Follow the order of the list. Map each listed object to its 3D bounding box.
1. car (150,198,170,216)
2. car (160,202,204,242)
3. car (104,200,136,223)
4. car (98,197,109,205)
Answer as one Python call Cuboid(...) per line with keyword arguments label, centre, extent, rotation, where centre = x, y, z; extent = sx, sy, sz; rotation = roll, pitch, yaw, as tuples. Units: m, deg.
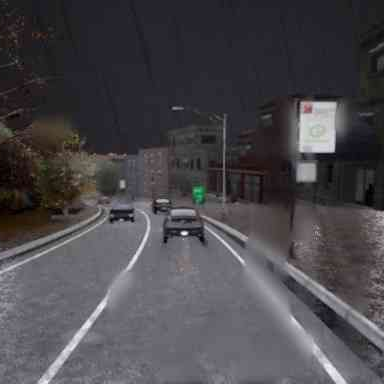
Cuboid(label="car", centre=(-3.197, 1.410, 34.472), extent=(1.882, 1.535, 5.008), rotation=(-1, 0, -12))
Cuboid(label="car", centre=(-0.499, 1.466, 16.302), extent=(1.837, 1.490, 4.892), rotation=(0, 0, -4))
Cuboid(label="car", centre=(-5.309, 1.544, 25.754), extent=(2.033, 1.411, 5.357), rotation=(-1, 0, -9))
Cuboid(label="car", centre=(-17.212, 1.700, 65.069), extent=(1.812, 1.442, 4.674), rotation=(-3, 1, -24))
